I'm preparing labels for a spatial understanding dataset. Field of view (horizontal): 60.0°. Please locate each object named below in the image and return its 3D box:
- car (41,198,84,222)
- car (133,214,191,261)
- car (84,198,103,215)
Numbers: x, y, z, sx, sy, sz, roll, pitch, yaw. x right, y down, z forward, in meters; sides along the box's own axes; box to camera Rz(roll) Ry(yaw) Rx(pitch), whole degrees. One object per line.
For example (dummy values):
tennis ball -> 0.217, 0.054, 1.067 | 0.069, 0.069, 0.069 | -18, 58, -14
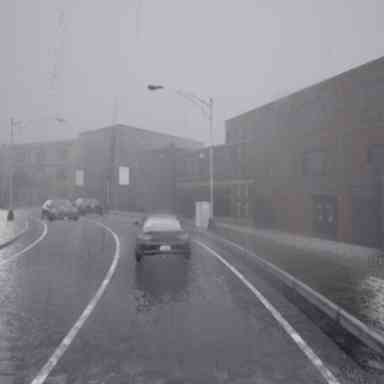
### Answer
car -> -10.340, 1.322, 26.025 | 2.097, 1.767, 4.553 | 1, 0, -33
car -> -1.171, 1.536, 12.352 | 1.812, 1.442, 4.674 | 0, 0, -9
car -> -10.515, 1.346, 32.528 | 2.097, 1.767, 4.553 | 1, 0, -38
